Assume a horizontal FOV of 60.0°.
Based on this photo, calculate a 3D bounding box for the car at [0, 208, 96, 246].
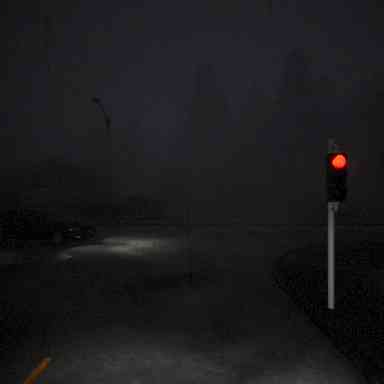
[{"bbox_3d":[-6.793,1.477,15.055,5.008,1.535,1.882,0,-1,15],"label":"car"}]
